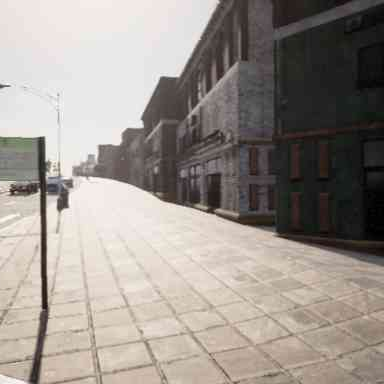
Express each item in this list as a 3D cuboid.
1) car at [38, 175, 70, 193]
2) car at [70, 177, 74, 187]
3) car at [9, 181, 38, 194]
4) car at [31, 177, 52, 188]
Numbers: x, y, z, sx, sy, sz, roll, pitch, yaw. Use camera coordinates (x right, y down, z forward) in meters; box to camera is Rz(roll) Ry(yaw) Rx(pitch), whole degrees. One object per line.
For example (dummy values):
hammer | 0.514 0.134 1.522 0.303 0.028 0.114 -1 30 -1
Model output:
car | -14.738 -0.681 35.767 1.882 1.535 5.008 -1 5 -13
car | -17.377 -1.438 45.741 2.128 1.511 4.902 -1 4 -16
car | -17.672 -0.585 35.144 2.033 1.411 5.357 -1 5 -13
car | -20.325 -1.310 45.138 1.895 1.301 4.718 -1 4 -16
